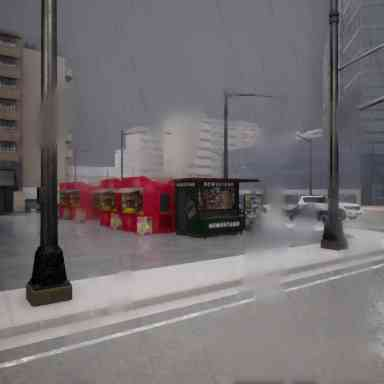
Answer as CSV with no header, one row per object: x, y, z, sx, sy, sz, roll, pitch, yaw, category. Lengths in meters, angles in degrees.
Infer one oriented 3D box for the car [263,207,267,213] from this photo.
5.984,1.789,37.717,2.033,1.411,5.357,0,-1,-36,car

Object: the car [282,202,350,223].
9.676,1.707,26.696,1.895,1.301,4.718,0,-1,-37,car

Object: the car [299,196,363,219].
12.005,1.339,29.426,2.150,2.045,5.566,0,-1,-36,car

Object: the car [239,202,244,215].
3.994,1.769,34.494,2.033,1.411,5.357,0,-1,-37,car
